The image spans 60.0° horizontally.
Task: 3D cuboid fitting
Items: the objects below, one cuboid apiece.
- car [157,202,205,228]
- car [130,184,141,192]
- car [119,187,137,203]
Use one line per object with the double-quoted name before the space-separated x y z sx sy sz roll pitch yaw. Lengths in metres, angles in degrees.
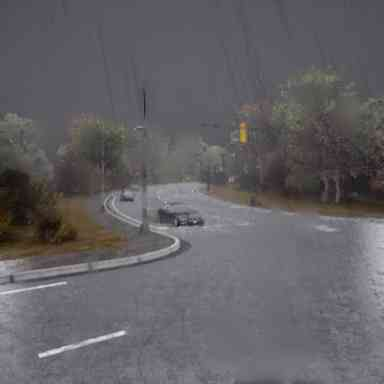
"car" -0.856 1.485 21.805 1.837 1.490 4.892 -1 1 -25
"car" -12.109 -0.867 70.919 1.837 1.490 4.892 0 3 -1
"car" -9.025 0.610 45.982 1.882 1.535 5.008 0 3 -13
